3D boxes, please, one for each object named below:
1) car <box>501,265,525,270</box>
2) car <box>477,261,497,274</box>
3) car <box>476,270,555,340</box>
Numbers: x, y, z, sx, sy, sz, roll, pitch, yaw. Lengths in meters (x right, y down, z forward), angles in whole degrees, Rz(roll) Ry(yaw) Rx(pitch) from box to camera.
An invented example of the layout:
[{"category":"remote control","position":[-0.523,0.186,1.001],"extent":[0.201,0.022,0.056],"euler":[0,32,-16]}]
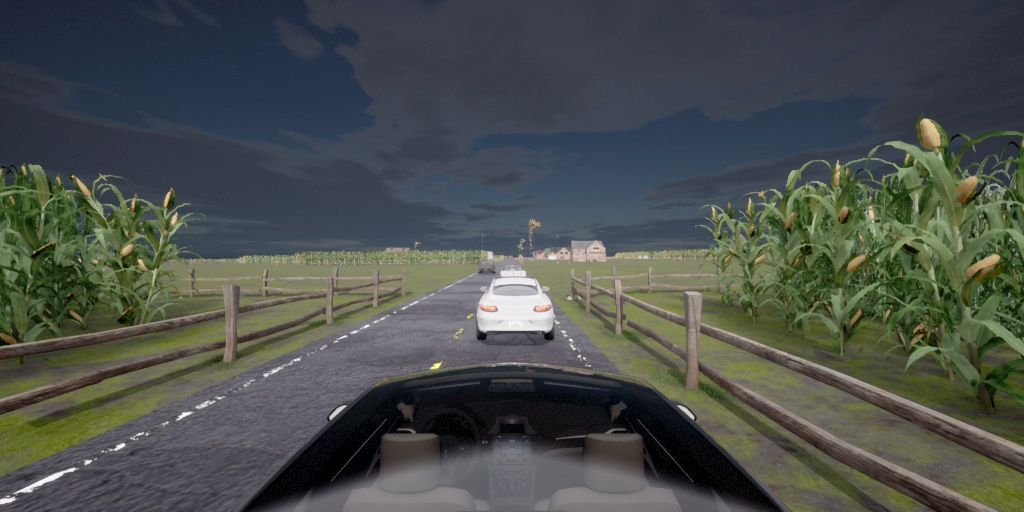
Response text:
[{"category":"car","position":[0.074,1.369,28.335],"extent":[1.895,1.301,4.718],"euler":[0,0,-1]},{"category":"car","position":[-2.819,1.291,41.166],"extent":[1.837,1.490,4.892],"euler":[0,-1,1]},{"category":"car","position":[0.079,1.279,9.865],"extent":[1.812,1.442,4.674],"euler":[0,0,0]}]
